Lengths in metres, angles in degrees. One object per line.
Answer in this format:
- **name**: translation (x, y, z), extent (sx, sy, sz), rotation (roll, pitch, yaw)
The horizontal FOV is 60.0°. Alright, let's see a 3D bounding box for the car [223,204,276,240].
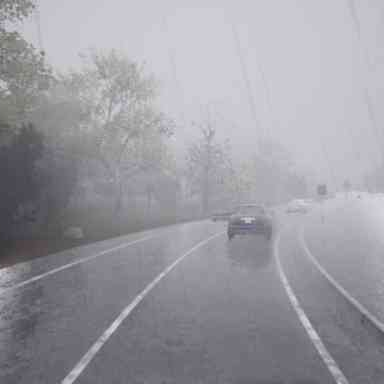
- **car**: translation (3.266, 1.399, 17.549), extent (2.097, 1.767, 4.553), rotation (-1, 0, 17)

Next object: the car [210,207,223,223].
- **car**: translation (3.089, 1.764, 26.741), extent (1.895, 1.301, 4.718), rotation (-2, -1, 25)

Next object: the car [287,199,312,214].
- **car**: translation (11.057, 1.436, 34.312), extent (1.812, 1.442, 4.674), rotation (-3, 0, 30)
